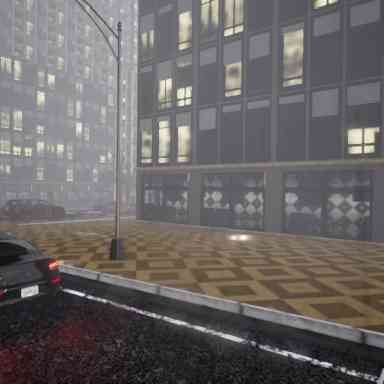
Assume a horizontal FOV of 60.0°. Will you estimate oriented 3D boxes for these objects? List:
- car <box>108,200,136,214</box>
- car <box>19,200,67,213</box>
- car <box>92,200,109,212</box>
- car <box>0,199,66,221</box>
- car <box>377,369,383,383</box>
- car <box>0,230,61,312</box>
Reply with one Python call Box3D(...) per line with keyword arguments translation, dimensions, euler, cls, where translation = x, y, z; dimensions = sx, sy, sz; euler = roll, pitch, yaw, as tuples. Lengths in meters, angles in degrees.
Box3D(translation=(-6.930, 1.827, 38.425), dimensions=(1.752, 1.417, 4.829), euler=(1, 0, 36), cls="car")
Box3D(translation=(-17.226, 1.639, 38.582), dimensions=(1.752, 1.417, 4.829), euler=(1, 0, 36), cls="car")
Box3D(translation=(-10.725, 1.784, 43.020), dimensions=(1.994, 1.385, 4.181), euler=(1, 0, 37), cls="car")
Box3D(translation=(-13.722, 1.516, 29.209), dimensions=(2.192, 1.841, 5.009), euler=(1, 0, 36), cls="car")
Box3D(translation=(3.259, 1.353, 1.362), dimensions=(4.553, 1.767, 2.097), euler=(0, 0, 35), cls="car")
Box3D(translation=(-4.630, 1.521, 6.976), dimensions=(4.674, 1.442, 1.812), euler=(0, 0, 35), cls="car")
